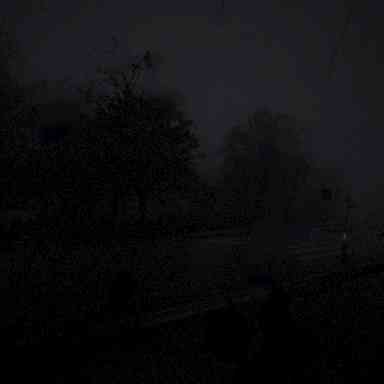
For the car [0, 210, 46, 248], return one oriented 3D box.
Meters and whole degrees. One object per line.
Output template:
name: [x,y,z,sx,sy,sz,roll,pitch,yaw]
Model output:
car: [-8.119,1.577,15.421,2.231,1.521,4.892,1,0,-35]
